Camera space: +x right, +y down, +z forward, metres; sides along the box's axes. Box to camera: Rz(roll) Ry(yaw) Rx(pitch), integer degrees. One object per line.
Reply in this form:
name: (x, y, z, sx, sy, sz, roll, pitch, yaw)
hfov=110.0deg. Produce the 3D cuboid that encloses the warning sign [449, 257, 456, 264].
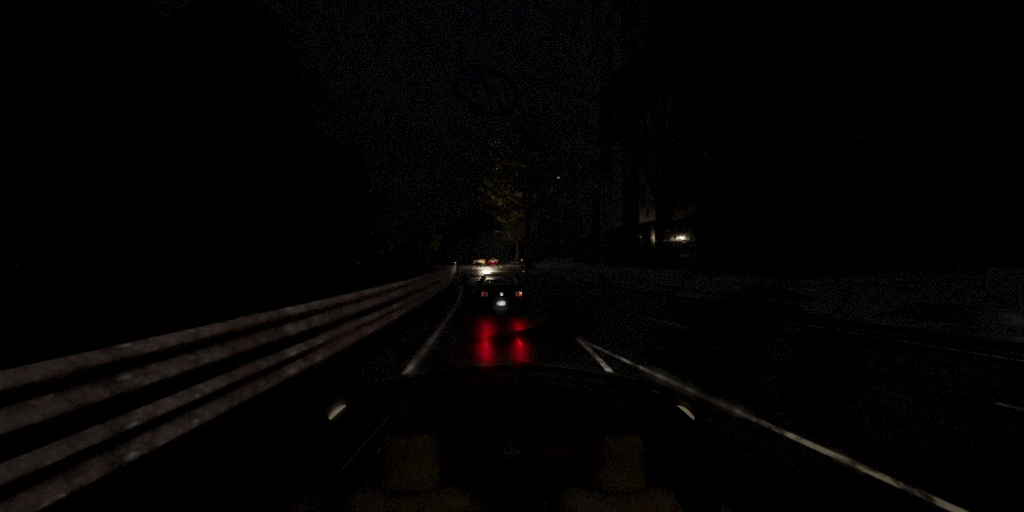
warning sign: (-9.383, 1.061, 56.579, 1.300, 1.860, 1.060, 0, 0, -6)

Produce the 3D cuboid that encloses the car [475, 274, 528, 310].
car: (-0.542, 1.382, 14.848, 1.895, 1.301, 4.718, 0, 0, -5)
